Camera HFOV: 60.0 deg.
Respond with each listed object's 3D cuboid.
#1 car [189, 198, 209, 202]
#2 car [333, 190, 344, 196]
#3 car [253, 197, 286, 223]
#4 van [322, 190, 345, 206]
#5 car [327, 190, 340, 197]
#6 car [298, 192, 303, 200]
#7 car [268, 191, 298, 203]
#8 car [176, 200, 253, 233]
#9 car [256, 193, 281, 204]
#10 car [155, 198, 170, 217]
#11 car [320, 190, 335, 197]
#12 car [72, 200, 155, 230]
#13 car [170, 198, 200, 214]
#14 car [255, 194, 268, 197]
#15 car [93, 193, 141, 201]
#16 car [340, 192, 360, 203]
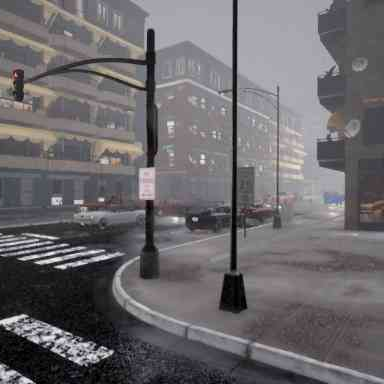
[{"bbox_3d":[2.045,1.292,23.492,1.895,1.301,4.718,1,1,35],"label":"car"},{"bbox_3d":[36.178,0.255,82.089,1.802,1.307,4.206,2,2,35],"label":"car"},{"bbox_3d":[4.553,1.283,22.560,1.802,1.307,4.206,2,2,35],"label":"car"},{"bbox_3d":[17.375,0.721,40.780,1.690,1.788,3.998,2,2,35],"label":"van"},{"bbox_3d":[32.973,0.335,77.532,1.802,1.307,4.206,2,2,35],"label":"car"},{"bbox_3d":[16.950,0.719,54.750,1.947,1.339,4.313,2,2,35],"label":"car"},{"bbox_3d":[11.440,0.717,42.371,2.097,1.767,4.553,1,1,36],"label":"car"},{"bbox_3d":[1.349,1.348,18.003,1.947,1.339,4.313,2,2,35],"label":"car"},{"bbox_3d":[10.541,0.880,45.638,1.947,1.339,4.313,2,2,35],"label":"car"},{"bbox_3d":[-2.278,1.180,27.412,1.887,1.381,4.507,2,2,35],"label":"car"},{"bbox_3d":[29.769,0.378,72.976,1.887,1.381,4.507,2,2,35],"label":"car"},{"bbox_3d":[-4.609,1.368,19.607,1.895,1.301,4.718,1,1,35],"label":"car"},{"bbox_3d":[0.484,1.203,26.873,1.994,1.385,4.181,1,1,34],"label":"car"},{"bbox_3d":[5.736,1.012,34.309,1.837,1.490,4.892,1,1,35],"label":"car"},{"bbox_3d":[-5.480,1.031,22.850,2.192,1.841,5.009,2,2,35],"label":"car"},{"bbox_3d":[23.782,0.763,49.897,1.887,1.381,4.507,2,2,35],"label":"car"}]
